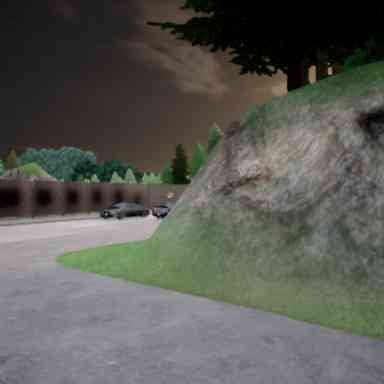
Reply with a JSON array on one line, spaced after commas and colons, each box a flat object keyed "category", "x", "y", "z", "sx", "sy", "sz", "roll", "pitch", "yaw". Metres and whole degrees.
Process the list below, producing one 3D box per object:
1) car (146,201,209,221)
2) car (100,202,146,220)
[{"category": "car", "x": -1.085, "y": 1.480, "z": 26.937, "sx": 2.128, "sy": 1.511, "sz": 4.902, "roll": 0, "pitch": 0, "yaw": 36}, {"category": "car", "x": -5.566, "y": 1.547, "z": 27.717, "sx": 1.994, "sy": 1.385, "sz": 4.181, "roll": 0, "pitch": 0, "yaw": 36}]
